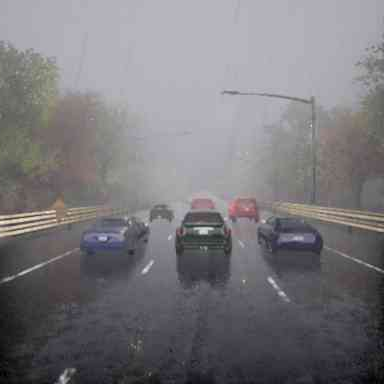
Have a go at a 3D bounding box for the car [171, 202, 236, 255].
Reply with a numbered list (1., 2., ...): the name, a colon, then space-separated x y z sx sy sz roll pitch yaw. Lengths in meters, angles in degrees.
1. car: 0.479 1.480 14.025 2.097 1.767 4.553 0 -1 2

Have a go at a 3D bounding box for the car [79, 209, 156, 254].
1. car: -3.024 1.683 14.039 2.033 1.411 5.357 0 0 2

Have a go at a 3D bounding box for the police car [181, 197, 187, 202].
1. police car: -1.871 2.248 88.603 1.930 1.638 5.238 0 -1 2

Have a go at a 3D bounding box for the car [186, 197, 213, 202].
1. car: 0.919 1.484 28.974 2.150 2.045 5.566 0 0 2

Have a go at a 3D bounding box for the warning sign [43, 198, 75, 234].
1. warning sign: -7.418 1.300 18.578 1.300 1.860 1.060 1 1 2

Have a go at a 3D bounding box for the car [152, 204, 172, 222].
1. car: -2.569 1.784 29.355 1.837 1.490 4.892 0 0 2

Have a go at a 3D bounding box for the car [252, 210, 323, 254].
1. car: 3.987 1.690 14.169 1.994 1.385 4.181 0 0 2

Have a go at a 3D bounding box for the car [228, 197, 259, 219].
1. car: 4.417 1.478 28.880 2.150 2.045 5.566 0 0 2
